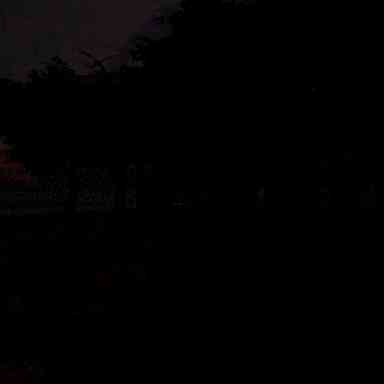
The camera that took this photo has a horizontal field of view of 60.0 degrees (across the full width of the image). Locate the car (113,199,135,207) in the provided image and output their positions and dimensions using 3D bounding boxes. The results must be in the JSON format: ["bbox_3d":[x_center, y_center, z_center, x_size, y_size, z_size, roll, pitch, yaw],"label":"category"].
[{"bbox_3d":[-12.654,2.061,61.947,1.812,1.442,4.674,2,1,32],"label":"car"}]

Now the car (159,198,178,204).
[{"bbox_3d":[-5.191,1.947,74.541,2.033,1.411,5.357,2,1,29],"label":"car"}]
